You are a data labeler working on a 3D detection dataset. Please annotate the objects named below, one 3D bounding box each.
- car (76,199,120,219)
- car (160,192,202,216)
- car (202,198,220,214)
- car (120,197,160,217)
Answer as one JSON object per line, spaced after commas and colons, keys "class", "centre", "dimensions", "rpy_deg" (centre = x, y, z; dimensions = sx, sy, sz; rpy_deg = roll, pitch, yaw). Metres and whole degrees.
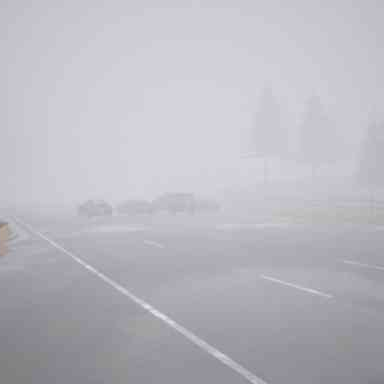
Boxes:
{"class": "car", "centre": [-8.009, 1.332, 27.091], "dimensions": [2.128, 1.511, 4.902], "rpy_deg": [0, 0, -33]}
{"class": "car", "centre": [-1.772, 1.046, 30.344], "dimensions": [2.150, 2.045, 5.566], "rpy_deg": [0, 0, -33]}
{"class": "car", "centre": [0.779, 1.303, 32.837], "dimensions": [2.128, 1.511, 4.902], "rpy_deg": [0, 0, -33]}
{"class": "car", "centre": [-5.081, 1.322, 29.009], "dimensions": [2.128, 1.511, 4.902], "rpy_deg": [0, 0, -33]}
